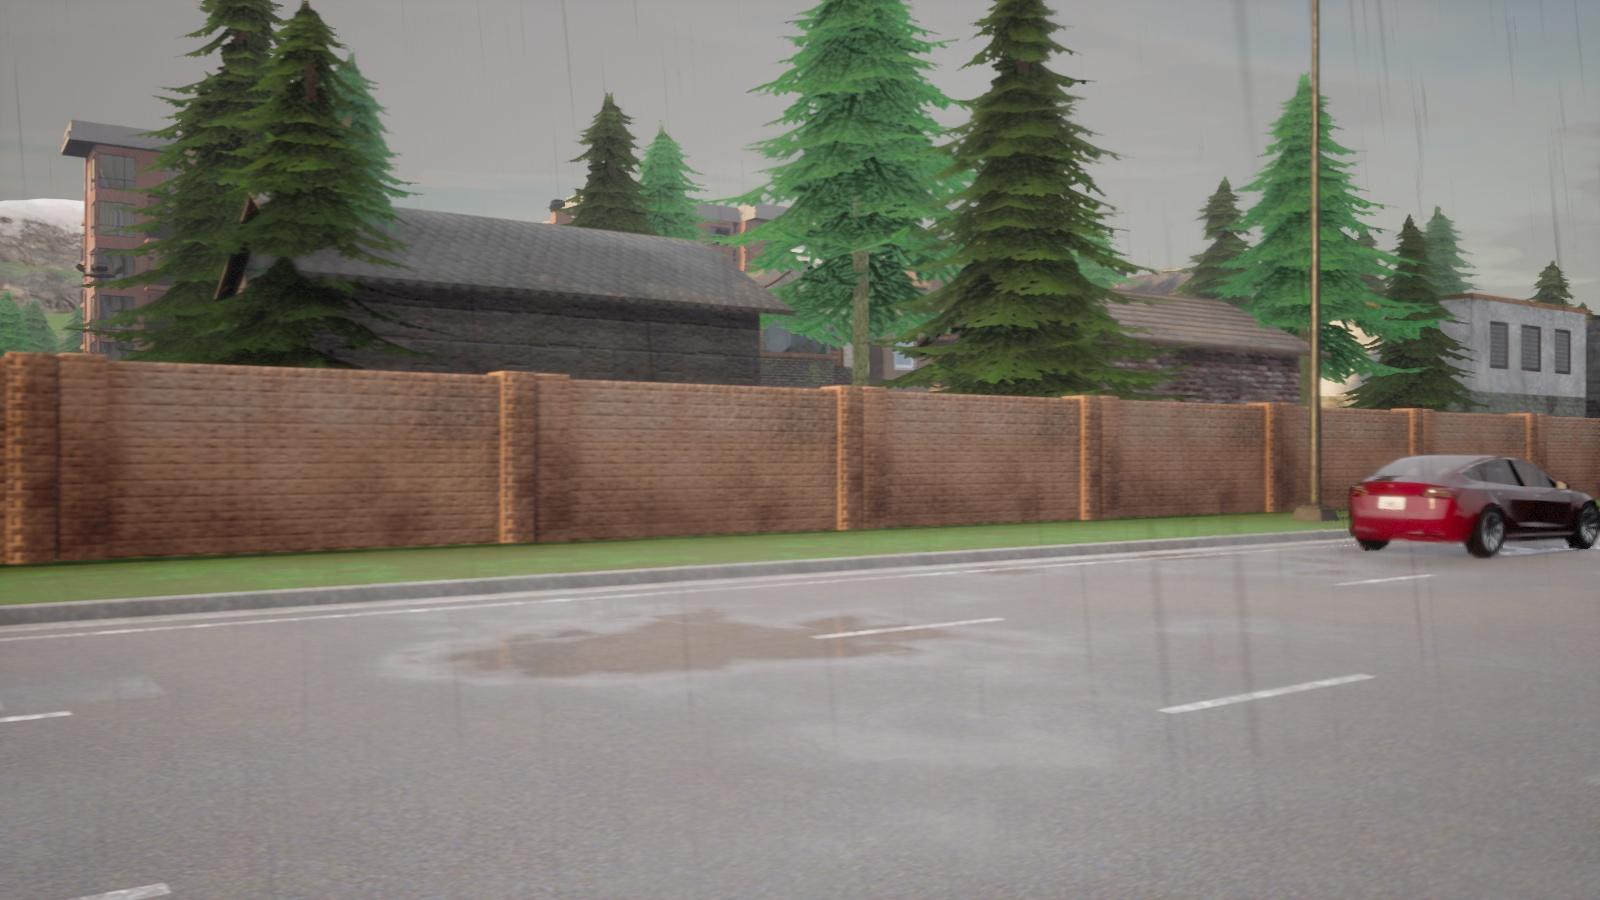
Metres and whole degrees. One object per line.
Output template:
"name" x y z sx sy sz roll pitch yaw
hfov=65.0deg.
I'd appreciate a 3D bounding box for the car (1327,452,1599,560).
"car" 10.590 0.772 19.559 4.792 1.488 2.163 0 0 -35
